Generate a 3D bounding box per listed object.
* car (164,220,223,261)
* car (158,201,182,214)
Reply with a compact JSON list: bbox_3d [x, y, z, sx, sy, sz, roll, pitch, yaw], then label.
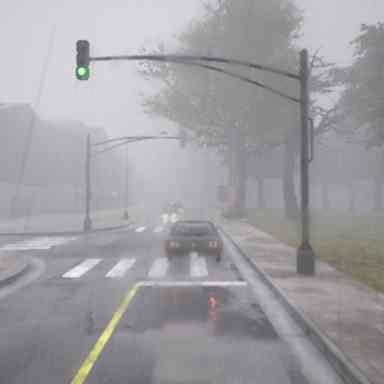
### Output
[{"bbox_3d":[0.074,1.700,12.665,1.895,1.301,4.718,0,0,0],"label":"car"},{"bbox_3d":[-2.822,1.975,43.230,2.128,1.511,4.902,0,-1,0],"label":"car"}]
